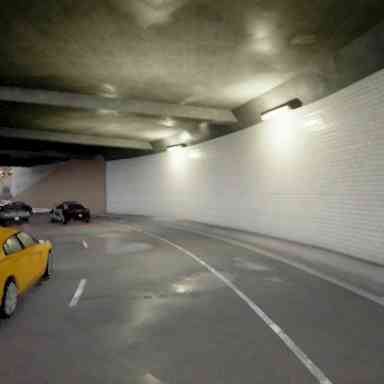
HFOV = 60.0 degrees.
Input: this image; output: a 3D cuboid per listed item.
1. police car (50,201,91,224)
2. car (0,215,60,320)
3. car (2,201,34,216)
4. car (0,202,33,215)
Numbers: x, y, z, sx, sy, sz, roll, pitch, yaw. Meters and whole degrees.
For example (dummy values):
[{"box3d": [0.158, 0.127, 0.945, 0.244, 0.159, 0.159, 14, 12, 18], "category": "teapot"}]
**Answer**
[{"box3d": [-9.659, 1.521, 26.095, 1.930, 1.638, 5.238, -1, 0, -38], "category": "police car"}, {"box3d": [-4.453, 1.522, 7.248, 1.882, 1.535, 5.008, 0, 0, -11], "category": "car"}, {"box3d": [-19.214, 1.755, 36.677, 1.994, 1.385, 4.181, -1, 0, -44], "category": "car"}, {"box3d": [-14.899, 1.748, 27.132, 1.895, 1.301, 4.718, -1, 0, -42], "category": "car"}]
